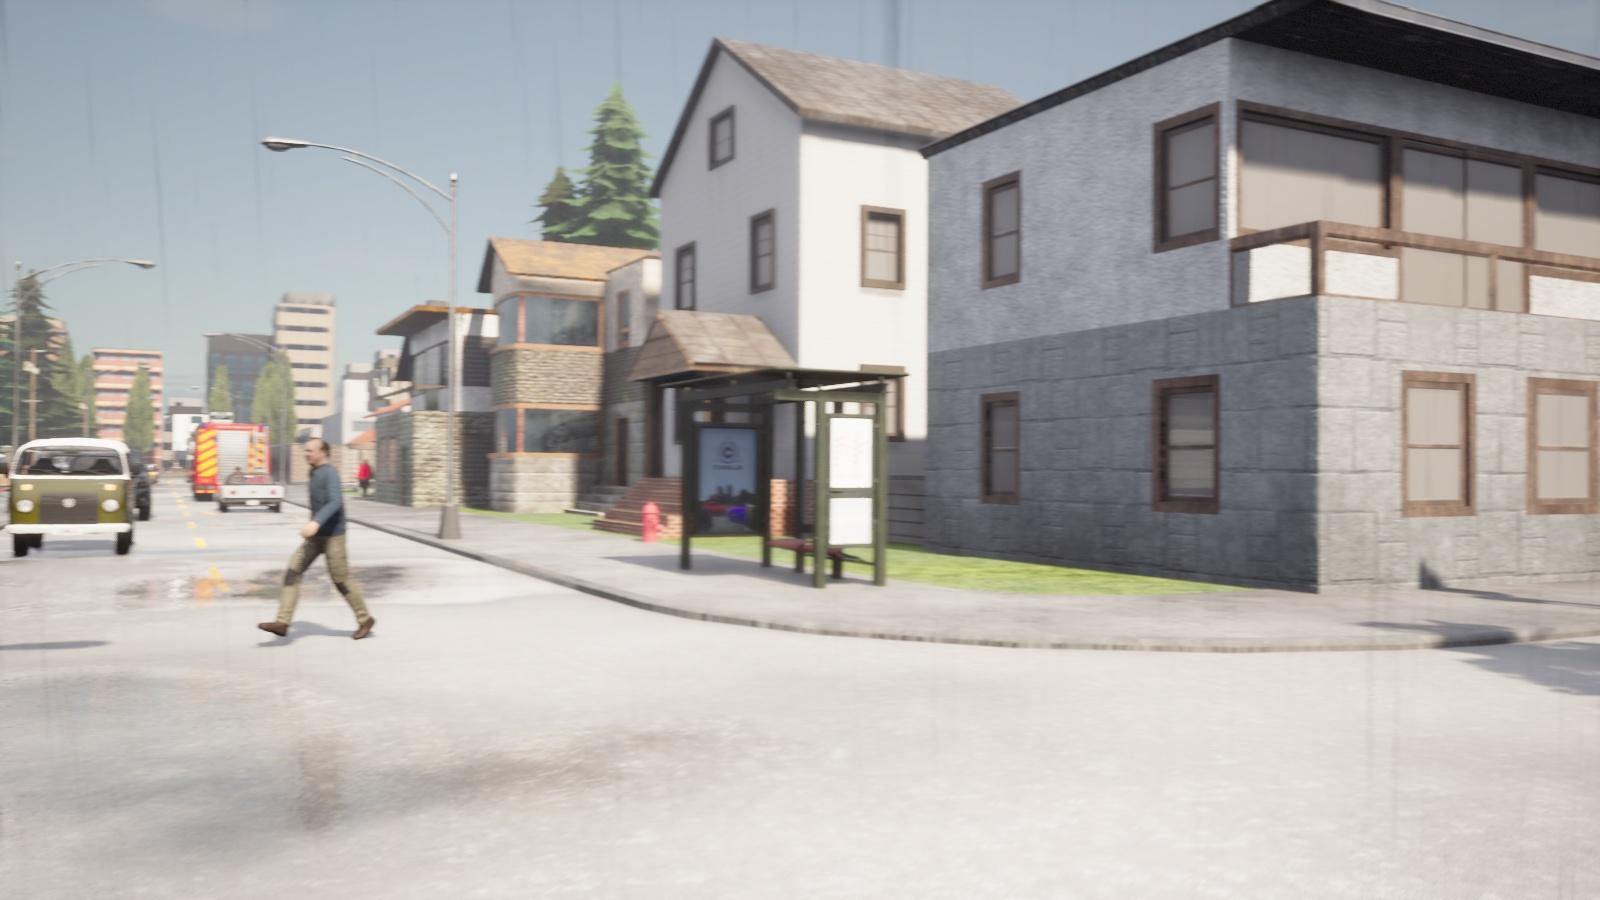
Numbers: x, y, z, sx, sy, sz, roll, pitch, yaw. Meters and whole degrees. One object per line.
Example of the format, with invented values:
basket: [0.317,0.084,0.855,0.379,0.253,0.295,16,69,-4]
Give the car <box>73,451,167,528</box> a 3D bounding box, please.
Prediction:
car: [-19.572,1.109,36.346,2.150,2.045,5.566,0,-1,-26]

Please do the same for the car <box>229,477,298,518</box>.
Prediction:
car: [-18.408,1.594,42.975,1.895,1.301,4.718,0,-1,-26]

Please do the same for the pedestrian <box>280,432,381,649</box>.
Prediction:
pedestrian: [-4.143,0.778,11.095,0.402,1.842,0.726,-1,-1,39]

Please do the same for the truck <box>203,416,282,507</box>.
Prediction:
truck: [-25.618,0.559,57.485,2.891,3.827,8.468,0,-1,-27]

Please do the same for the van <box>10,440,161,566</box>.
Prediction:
van: [-12.749,0.898,22.660,2.069,2.038,4.480,0,-1,-26]

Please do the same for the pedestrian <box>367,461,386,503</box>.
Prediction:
pedestrian: [-18.435,1.387,54.708,0.634,1.844,0.899,0,-1,-9]
